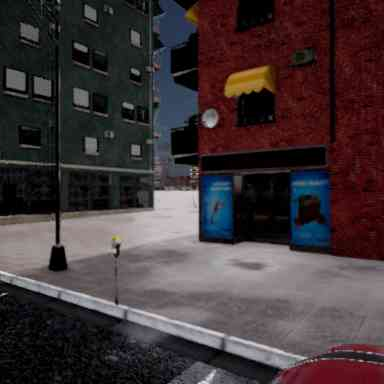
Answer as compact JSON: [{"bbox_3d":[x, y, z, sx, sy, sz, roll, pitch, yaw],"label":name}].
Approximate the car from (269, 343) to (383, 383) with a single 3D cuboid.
[{"bbox_3d":[2.090,1.438,1.386,4.097,1.590,1.967,0,0,36],"label":"car"}]
